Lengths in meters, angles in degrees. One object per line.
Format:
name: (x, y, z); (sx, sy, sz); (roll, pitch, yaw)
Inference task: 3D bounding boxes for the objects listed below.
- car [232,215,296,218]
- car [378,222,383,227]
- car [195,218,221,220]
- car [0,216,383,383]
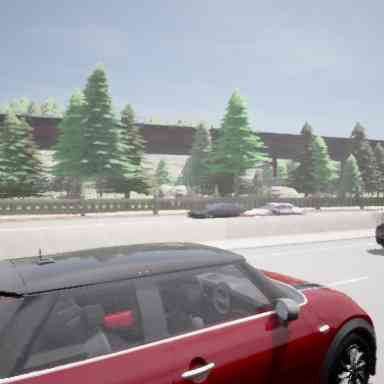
car: (4.385, 1.559, 18.497); (4.718, 1.301, 1.895); (0, 0, -27)
car: (9.239, 1.495, 12.857); (4.892, 1.490, 1.837); (0, 0, -26)
car: (2.263, 1.480, 25.267); (5.357, 1.411, 2.033); (0, 0, -27)
car: (-0.064, 1.341, 3.514); (4.553, 1.767, 2.097); (0, 0, -34)
